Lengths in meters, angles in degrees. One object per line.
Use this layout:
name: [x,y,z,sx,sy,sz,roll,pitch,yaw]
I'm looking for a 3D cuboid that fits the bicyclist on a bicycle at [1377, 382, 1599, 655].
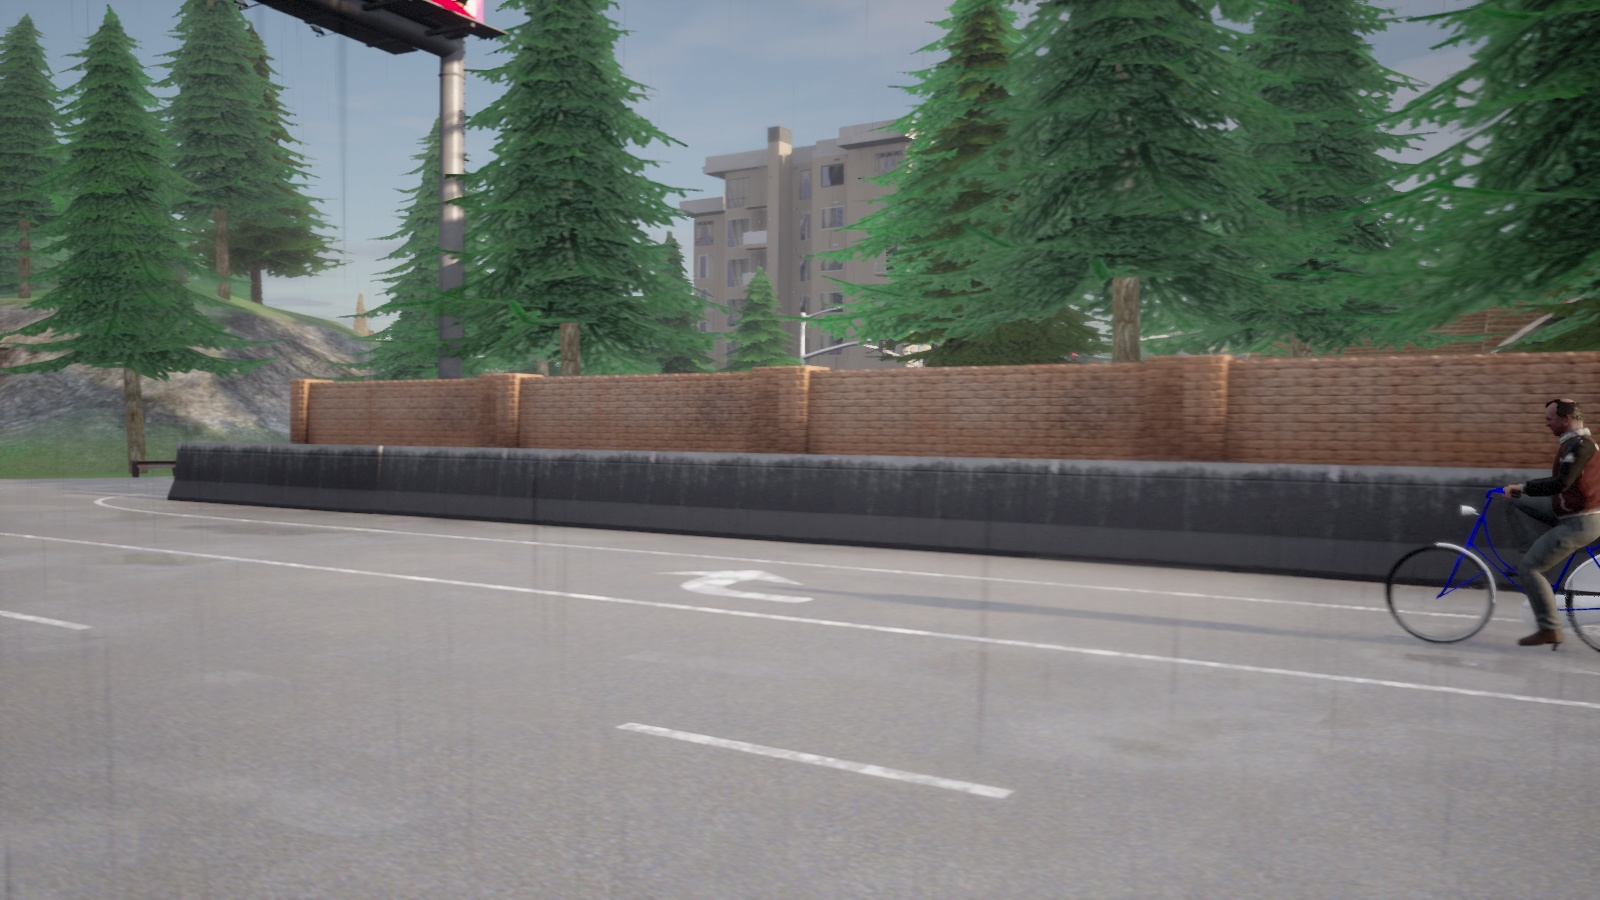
bicyclist on a bicycle: [5.044,0.438,8.673,1.843,1.776,0.659,0,1,34]
